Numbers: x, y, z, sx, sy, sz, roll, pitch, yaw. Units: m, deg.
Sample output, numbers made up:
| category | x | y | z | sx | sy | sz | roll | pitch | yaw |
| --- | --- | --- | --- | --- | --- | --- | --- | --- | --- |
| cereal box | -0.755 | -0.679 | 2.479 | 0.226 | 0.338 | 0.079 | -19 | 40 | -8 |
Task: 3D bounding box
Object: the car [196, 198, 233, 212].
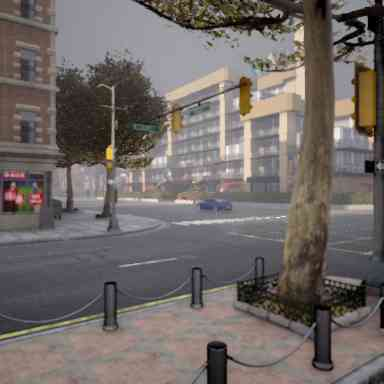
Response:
| category | x | y | z | sx | sy | sz | roll | pitch | yaw |
| --- | --- | --- | --- | --- | --- | --- | --- | --- | --- |
| car | 2.461 | 1.448 | 37.704 | 1.882 | 1.535 | 5.008 | 0 | 0 | -36 |
